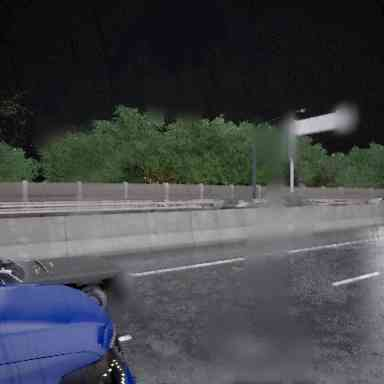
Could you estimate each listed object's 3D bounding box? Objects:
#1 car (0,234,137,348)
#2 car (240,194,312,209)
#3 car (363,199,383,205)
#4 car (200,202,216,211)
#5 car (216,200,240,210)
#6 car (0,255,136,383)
[{"bbox_3d":[-3.472,1.599,5.472,4.718,1.301,1.895,0,0,-33],"label":"car"},{"bbox_3d":[6.606,1.207,24.874,5.566,2.045,2.150,0,0,-33],"label":"car"},{"bbox_3d":[25.215,1.682,45.337,4.674,1.442,1.812,-1,0,-33],"label":"car"},{"bbox_3d":[2.968,1.489,30.860,4.892,1.490,1.837,0,0,-33],"label":"car"},{"bbox_3d":[4.603,1.510,27.731,4.674,1.442,1.812,0,0,-33],"label":"car"},{"bbox_3d":[-3.021,1.225,1.582,5.566,2.045,2.150,0,0,-33],"label":"car"}]
